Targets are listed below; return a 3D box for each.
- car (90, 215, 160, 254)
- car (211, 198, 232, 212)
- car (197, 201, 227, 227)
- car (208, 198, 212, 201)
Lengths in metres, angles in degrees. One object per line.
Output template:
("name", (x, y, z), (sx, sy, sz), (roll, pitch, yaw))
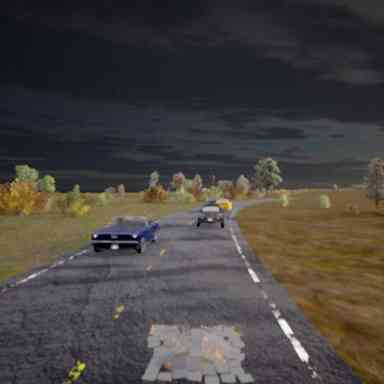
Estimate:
("car", (-2.611, 1.657, 13.965), (1.895, 1.301, 4.718), (0, 0, 4))
("car", (3.967, 1.649, 41.807), (1.882, 1.535, 5.008), (0, 0, 10))
("car", (1.413, 1.630, 23.829), (1.812, 1.442, 4.674), (0, 0, 6))
("car", (3.493, 1.759, 55.168), (2.033, 1.411, 5.357), (0, 0, 14))
